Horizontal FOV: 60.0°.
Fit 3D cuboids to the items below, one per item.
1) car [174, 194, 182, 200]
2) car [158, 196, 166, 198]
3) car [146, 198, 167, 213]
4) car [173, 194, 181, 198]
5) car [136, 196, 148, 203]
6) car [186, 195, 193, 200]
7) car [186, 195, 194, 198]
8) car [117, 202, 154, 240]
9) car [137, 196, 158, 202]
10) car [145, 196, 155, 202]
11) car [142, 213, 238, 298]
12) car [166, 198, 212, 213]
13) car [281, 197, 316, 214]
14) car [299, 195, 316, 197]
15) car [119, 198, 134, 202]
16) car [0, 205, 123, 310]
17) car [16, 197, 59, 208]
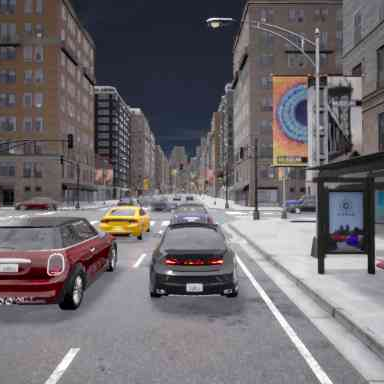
[{"bbox_3d":[-3.887,1.369,92.006,2.128,1.511,4.902,0,0,0],"label":"car"},{"bbox_3d":[-6.982,1.548,69.157,1.812,1.442,4.674,0,0,0],"label":"car"},{"bbox_3d":[-2.766,1.616,36.420,1.994,1.385,4.181,1,-1,-40],"label":"car"},{"bbox_3d":[-3.819,1.607,82.034,1.895,1.301,4.718,0,0,0],"label":"car"},{"bbox_3d":[-10.228,1.526,68.644,1.837,1.490,4.892,0,0,0],"label":"car"},{"bbox_3d":[-0.637,1.439,92.058,1.895,1.301,4.718,0,0,0],"label":"car"},{"bbox_3d":[-0.566,1.489,81.609,1.882,1.535,5.008,0,0,0],"label":"car"},{"bbox_3d":[-3.282,1.485,17.088,1.882,1.535,5.008,0,0,-1],"label":"car"},{"bbox_3d":[-6.955,1.374,51.529,2.097,1.767,4.553,0,0,0],"label":"car"},{"bbox_3d":[-10.314,1.614,81.321,1.895,1.301,4.718,0,0,0],"label":"car"},{"bbox_3d":[0.023,1.508,8.531,1.837,1.490,4.892,0,0,-1],"label":"car"},{"bbox_3d":[-0.036,1.360,17.467,2.097,1.767,4.553,0,0,0],"label":"car"},{"bbox_3d":[12.533,1.592,35.823,4.892,1.490,1.837,0,-1,-1],"label":"car"},{"bbox_3d":[13.405,1.355,39.084,5.566,2.045,2.150,0,-1,-1],"label":"car"},{"bbox_3d":[-10.206,1.584,51.411,1.994,1.385,4.181,0,0,0],"label":"car"},{"bbox_3d":[-3.221,1.355,7.960,2.097,1.767,4.553,0,0,-1],"label":"car"},{"bbox_3d":[-18.024,1.386,38.865,4.553,1.767,2.097,0,-1,-9],"label":"car"}]
